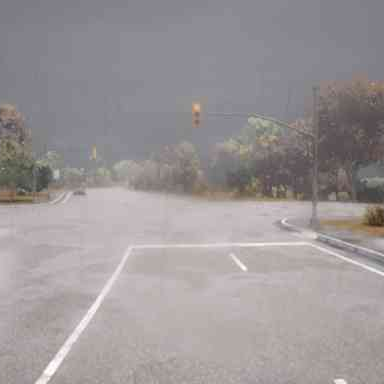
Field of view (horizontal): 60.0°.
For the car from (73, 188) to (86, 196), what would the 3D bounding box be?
[{"bbox_3d":[-19.999,-0.061,59.089,1.994,1.385,4.181,-1,2,-19],"label":"car"}]
